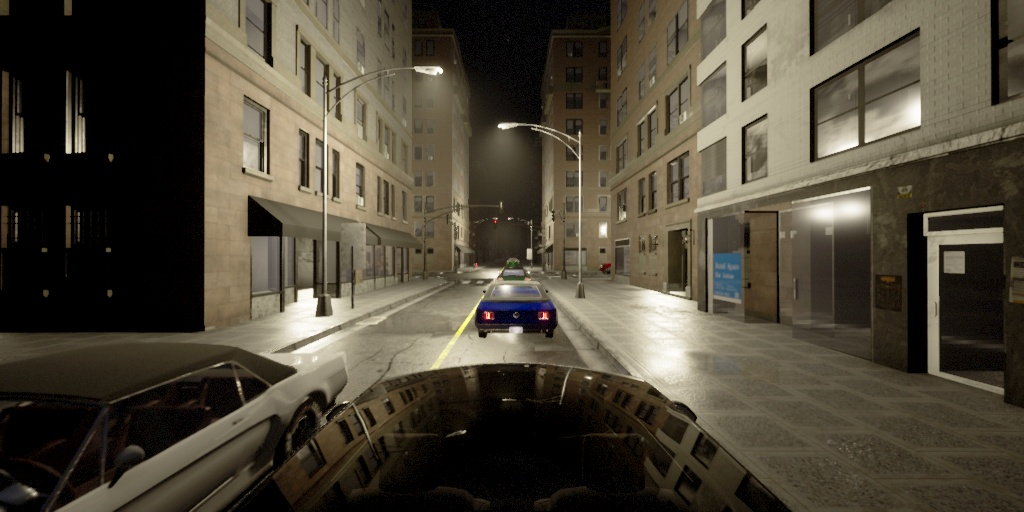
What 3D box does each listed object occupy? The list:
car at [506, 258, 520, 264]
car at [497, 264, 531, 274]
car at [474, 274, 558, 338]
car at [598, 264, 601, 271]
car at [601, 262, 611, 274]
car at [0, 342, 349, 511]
[{"bbox_3d":[0.146,1.144,59.191,2.097,1.767,4.553,0,0,-1],"label":"car"},{"bbox_3d":[0.092,1.316,20.031,1.994,1.385,4.181,0,0,0],"label":"car"},{"bbox_3d":[0.099,1.350,10.142,1.895,1.301,4.718,0,0,0],"label":"car"},{"bbox_3d":[12.256,1.091,39.928,5.009,1.841,2.192,0,0,0],"label":"car"},{"bbox_3d":[12.444,1.314,37.395,5.357,1.411,2.033,0,0,0],"label":"car"},{"bbox_3d":[-2.855,1.351,2.041,1.895,1.301,4.718,0,0,-1],"label":"car"}]
